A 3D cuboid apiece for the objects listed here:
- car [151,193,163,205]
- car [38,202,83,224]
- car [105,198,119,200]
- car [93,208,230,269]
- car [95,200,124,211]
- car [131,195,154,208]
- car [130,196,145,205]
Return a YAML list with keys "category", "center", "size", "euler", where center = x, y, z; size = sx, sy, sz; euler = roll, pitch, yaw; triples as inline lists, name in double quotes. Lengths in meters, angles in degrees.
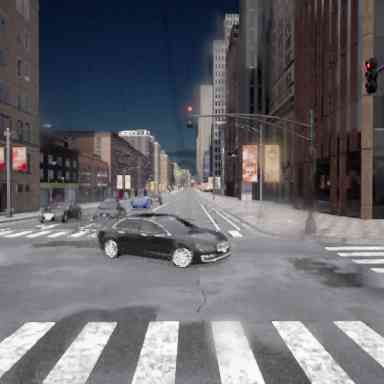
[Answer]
- category: "car"
  center: [-6.489, 1.195, 59.981]
  size: [2.150, 2.045, 5.566]
  euler: [0, 0, 0]
- category: "car"
  center: [-9.845, 1.521, 25.215]
  size: [2.128, 1.511, 4.902]
  euler: [0, 0, 0]
- category: "car"
  center: [-9.839, 1.547, 40.472]
  size: [1.837, 1.490, 4.892]
  euler: [0, 1, 0]
- category: "car"
  center: [-1.097, 1.512, 11.267]
  size: [4.892, 1.490, 1.837]
  euler: [0, 3, 32]
- category: "car"
  center: [-6.594, 1.595, 26.965]
  size: [1.994, 1.385, 4.181]
  euler: [0, 0, 0]
- category: "car"
  center: [-6.585, 1.527, 43.456]
  size: [1.882, 1.535, 5.008]
  euler: [0, 0, 0]
- category: "car"
  center: [-9.739, 1.553, 59.995]
  size: [1.882, 1.535, 5.008]
  euler: [0, 0, 0]
